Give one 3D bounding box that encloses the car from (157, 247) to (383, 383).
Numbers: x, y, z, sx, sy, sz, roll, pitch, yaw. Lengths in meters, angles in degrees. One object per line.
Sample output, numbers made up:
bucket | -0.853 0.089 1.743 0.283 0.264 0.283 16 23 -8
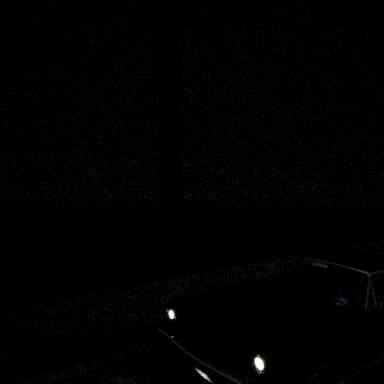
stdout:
car | 1.908 1.576 4.752 4.718 1.301 1.895 0 0 -36
